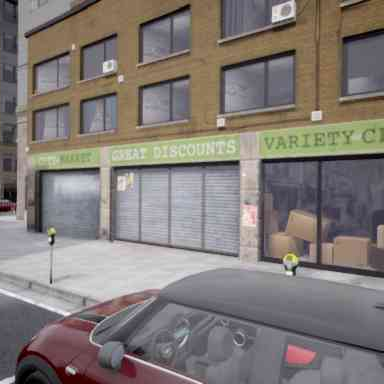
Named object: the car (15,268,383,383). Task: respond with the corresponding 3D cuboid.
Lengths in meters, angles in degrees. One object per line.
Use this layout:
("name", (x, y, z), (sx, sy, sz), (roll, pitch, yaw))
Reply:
("car", (0.224, 1.439, 2.904), (4.097, 1.590, 1.967), (0, 1, 35))

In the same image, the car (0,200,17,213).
("car", (-18.461, 1.430, 31.227), (1.895, 1.301, 4.718), (1, 1, 35))
